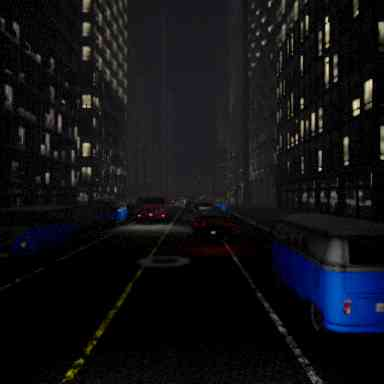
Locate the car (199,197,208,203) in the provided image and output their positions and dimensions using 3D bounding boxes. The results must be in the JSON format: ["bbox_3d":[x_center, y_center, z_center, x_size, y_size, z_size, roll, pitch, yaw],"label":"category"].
[{"bbox_3d":[2.693,1.878,80.378,1.947,1.339,4.313,0,0,0],"label":"car"}]

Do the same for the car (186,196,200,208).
[{"bbox_3d":[-0.002,1.792,51.861,1.994,1.385,4.181,0,0,0],"label":"car"}]

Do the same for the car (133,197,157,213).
[{"bbox_3d":[-5.685,1.503,40.588,2.192,1.841,5.009,0,0,0],"label":"car"}]

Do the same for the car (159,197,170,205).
[{"bbox_3d":[-5.687,1.827,69.016,1.887,1.381,4.507,0,0,0],"label":"car"}]

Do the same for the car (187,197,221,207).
[{"bbox_3d":[0.899,1.481,26.460,2.097,1.767,4.553,0,0,0],"label":"car"}]

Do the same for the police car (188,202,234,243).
[{"bbox_3d":[0.900,1.510,16.599,1.930,1.638,5.238,0,0,0],"label":"police car"}]

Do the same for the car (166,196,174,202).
[{"bbox_3d":[-5.686,1.765,86.074,1.967,1.590,4.097,0,0,0],"label":"car"}]

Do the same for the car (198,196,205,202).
[{"bbox_3d":[2.693,1.918,91.748,1.802,1.307,4.206,0,0,0],"label":"car"}]

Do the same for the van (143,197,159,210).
[{"bbox_3d":[-5.685,1.550,46.274,1.690,1.788,3.998,0,0,0],"label":"van"}]

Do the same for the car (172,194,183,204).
[{"bbox_3d":[-3.002,1.498,69.226,2.150,2.045,5.566,0,0,0],"label":"car"}]

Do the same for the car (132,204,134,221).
[{"bbox_3d":[-5.687,1.708,29.215,1.947,1.339,4.313,0,0,0],"label":"car"}]

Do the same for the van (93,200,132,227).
[{"bbox_3d":[-5.686,1.458,23.530,1.690,1.788,3.998,0,0,0],"label":"van"}]

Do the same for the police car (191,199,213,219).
[{"bbox_3d":[0.899,1.582,32.599,1.930,1.638,5.238,0,0,0],"label":"police car"}]

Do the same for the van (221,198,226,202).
[{"bbox_3d":[2.695,1.507,34.897,1.690,1.788,3.998,0,0,0],"label":"van"}]

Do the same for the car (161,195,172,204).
[{"bbox_3d":[-5.685,1.613,74.702,2.192,1.841,5.009,0,0,0],"label":"car"}]

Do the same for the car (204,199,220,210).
[{"bbox_3d":[2.694,1.760,46.266,2.008,1.369,4.403,0,0,0],"label":"car"}]

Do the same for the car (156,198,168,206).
[{"bbox_3d":[-5.688,1.847,63.331,1.802,1.307,4.206,0,0,0],"label":"car"}]

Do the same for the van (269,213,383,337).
[{"bbox_3d":[2.695,1.375,6.470,1.690,1.788,3.998,0,0,0],"label":"van"}]

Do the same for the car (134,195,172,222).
[{"bbox_3d":[-3.101,1.357,27.759,2.150,2.045,5.566,0,0,0],"label":"car"}]

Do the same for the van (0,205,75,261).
[{"bbox_3d":[-5.685,1.404,12.159,1.690,1.788,3.998,0,0,0],"label":"van"}]

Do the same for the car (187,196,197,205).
[{"bbox_3d":[-0.003,1.635,66.832,2.097,1.767,4.553,0,0,0],"label":"car"}]
